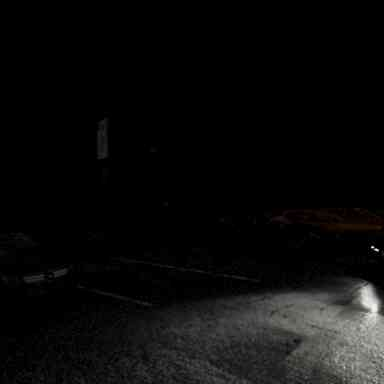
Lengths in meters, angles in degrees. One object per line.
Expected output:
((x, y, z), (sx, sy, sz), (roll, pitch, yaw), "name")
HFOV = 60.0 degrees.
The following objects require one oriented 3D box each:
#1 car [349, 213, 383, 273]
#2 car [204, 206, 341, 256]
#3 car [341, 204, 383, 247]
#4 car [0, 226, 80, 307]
((6.781, 1.428, 9.239), (4.902, 1.511, 2.128), (0, 0, -35), "car")
((2.767, 1.430, 12.778), (4.892, 1.521, 2.231), (-1, -1, 35), "car")
((5.369, 1.406, 14.406), (5.366, 1.575, 1.946), (-1, -1, 35), "car")
((-4.570, 1.522, 7.564), (4.674, 1.452, 2.002), (-1, -1, 35), "car")
